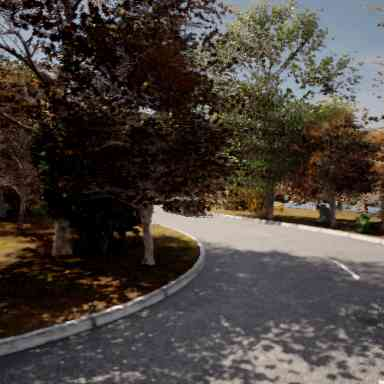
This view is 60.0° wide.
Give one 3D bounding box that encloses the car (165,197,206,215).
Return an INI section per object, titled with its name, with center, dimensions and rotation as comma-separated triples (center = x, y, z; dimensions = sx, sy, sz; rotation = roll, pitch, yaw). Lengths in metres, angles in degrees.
[car]
center = -0.697, 1.032, 27.879
dimensions = 1.882, 1.535, 5.008
rotation = 2, 1, -30
